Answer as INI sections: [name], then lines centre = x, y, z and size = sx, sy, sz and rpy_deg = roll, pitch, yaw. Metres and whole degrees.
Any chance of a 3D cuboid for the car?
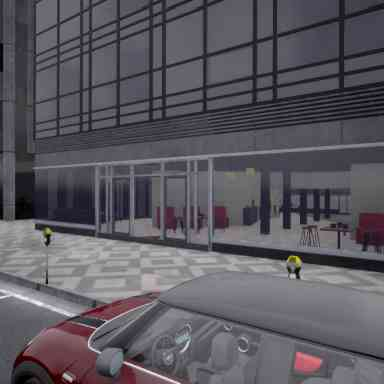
[car]
centre = 0.243, 1.440, 2.789
size = 4.097, 1.590, 1.967
rpy_deg = 0, 0, 36
